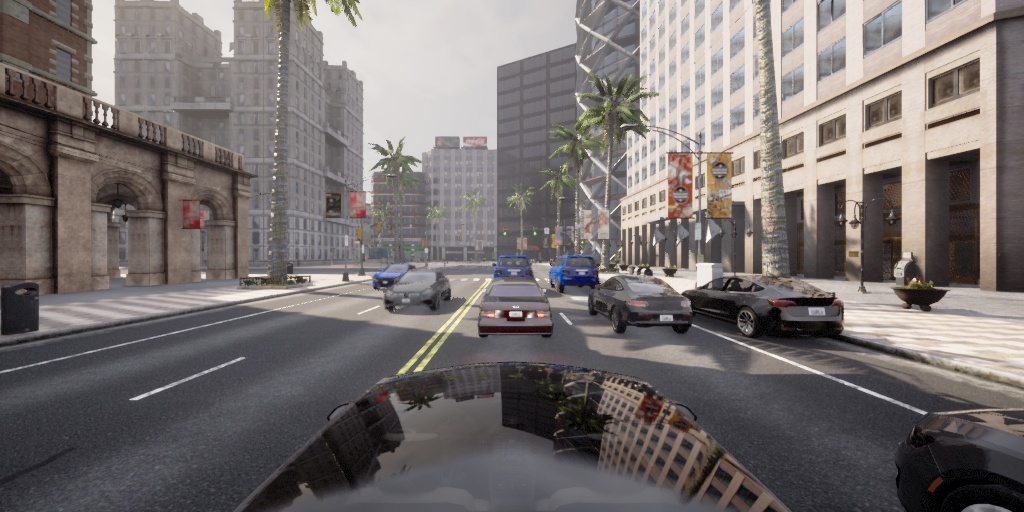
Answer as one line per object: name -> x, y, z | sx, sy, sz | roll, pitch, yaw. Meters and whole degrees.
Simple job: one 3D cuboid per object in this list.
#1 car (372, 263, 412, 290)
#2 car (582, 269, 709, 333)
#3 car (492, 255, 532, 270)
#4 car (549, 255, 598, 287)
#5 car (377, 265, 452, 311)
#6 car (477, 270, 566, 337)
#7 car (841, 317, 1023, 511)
car -> -7.095, 1.225, 22.560 | 1.882, 1.535, 5.008 | 0, 0, 0
car -> 3.562, 1.276, 10.621 | 1.812, 1.442, 4.674 | 0, 0, -1
car -> 0.036, 0.973, 21.012 | 2.150, 2.045, 5.566 | 0, 0, -1
car -> 3.535, 0.973, 21.148 | 2.150, 2.045, 5.566 | 0, 0, -1
car -> -3.625, 1.275, 14.571 | 1.812, 1.442, 4.674 | 0, 0, 0
car -> 0.068, 1.297, 10.229 | 2.033, 1.411, 5.357 | 0, 0, 0
car -> 3.601, 1.255, 0.445 | 1.837, 1.490, 4.892 | 0, 0, 0
